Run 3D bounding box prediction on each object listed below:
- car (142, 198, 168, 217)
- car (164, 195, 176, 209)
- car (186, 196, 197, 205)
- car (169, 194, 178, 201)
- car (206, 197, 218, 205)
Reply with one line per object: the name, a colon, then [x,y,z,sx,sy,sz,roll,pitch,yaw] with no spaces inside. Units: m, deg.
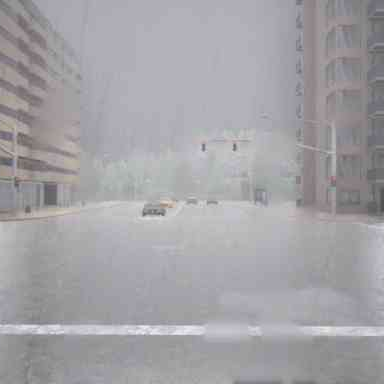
car: [-3.496,1.564,30.870,1.994,1.385,4.181,0,0,-2]
car: [-3.616,1.477,44.629,1.882,1.535,5.008,0,0,0]
car: [-0.031,1.526,60.129,1.812,1.442,4.674,0,0,0]
car: [-3.532,1.009,60.387,2.097,1.767,4.553,0,0,0]
car: [3.603,1.547,59.488,2.033,1.411,5.357,0,0,2]
